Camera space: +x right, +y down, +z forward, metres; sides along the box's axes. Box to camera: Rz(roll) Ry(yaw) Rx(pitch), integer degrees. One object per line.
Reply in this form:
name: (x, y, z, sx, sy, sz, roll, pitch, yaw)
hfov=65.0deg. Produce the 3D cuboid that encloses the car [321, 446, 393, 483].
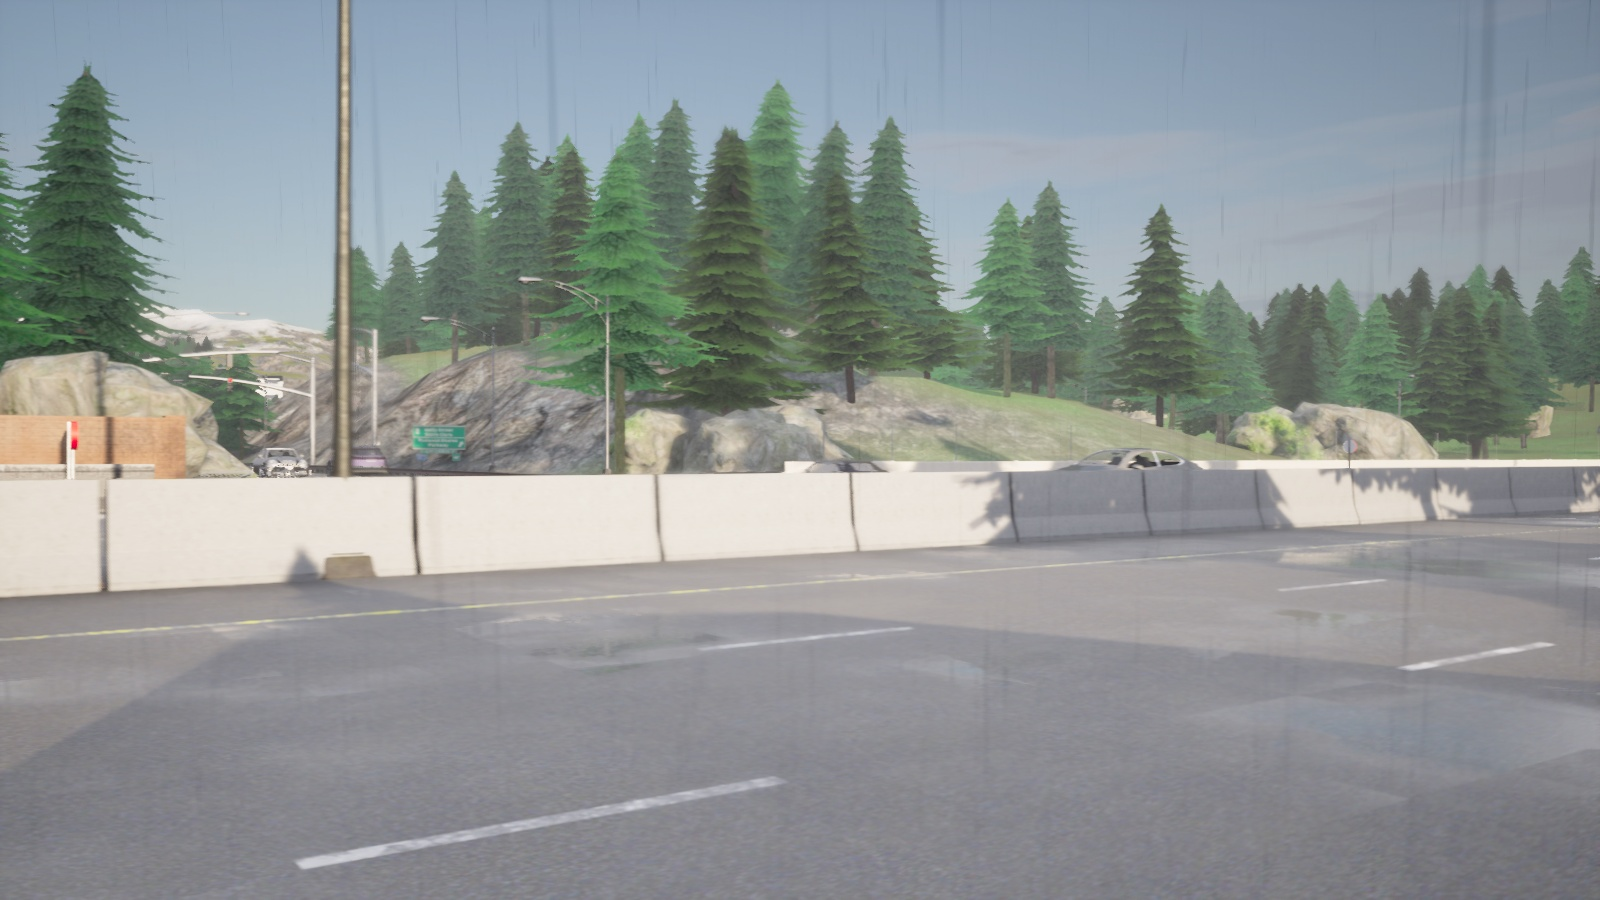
car: (-20.973, 0.669, 59.344, 2.033, 1.649, 4.856, 0, 0, -34)

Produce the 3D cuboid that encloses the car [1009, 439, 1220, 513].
car: (7.631, 0.582, 30.293, 5.027, 1.651, 2.152, 0, 0, -35)

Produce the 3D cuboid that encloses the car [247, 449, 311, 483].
car: (-23.753, 0.705, 57.207, 1.970, 1.475, 3.806, 0, 0, -34)

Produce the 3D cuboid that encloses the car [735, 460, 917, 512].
car: (0.748, 0.927, 34.029, 4.718, 1.301, 1.895, 0, 0, -35)
